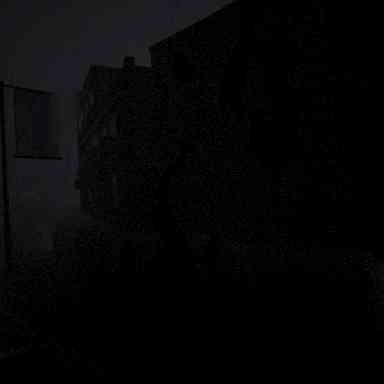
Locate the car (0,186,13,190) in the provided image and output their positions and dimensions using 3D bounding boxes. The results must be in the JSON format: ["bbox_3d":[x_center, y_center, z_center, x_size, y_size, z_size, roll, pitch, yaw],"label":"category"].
[{"bbox_3d":[-46.772,-0.706,80.735,2.231,1.521,4.892,-4,-3,6],"label":"car"}]
